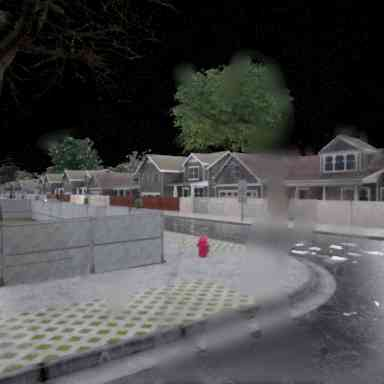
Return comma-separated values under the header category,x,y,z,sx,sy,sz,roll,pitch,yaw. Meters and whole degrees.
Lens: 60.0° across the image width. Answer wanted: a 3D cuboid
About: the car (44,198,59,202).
category,x,y,z,sx,sy,sz,roll,pitch,yaw
car,-19.572,1.588,46.260,2.033,1.411,5.357,0,0,-36
